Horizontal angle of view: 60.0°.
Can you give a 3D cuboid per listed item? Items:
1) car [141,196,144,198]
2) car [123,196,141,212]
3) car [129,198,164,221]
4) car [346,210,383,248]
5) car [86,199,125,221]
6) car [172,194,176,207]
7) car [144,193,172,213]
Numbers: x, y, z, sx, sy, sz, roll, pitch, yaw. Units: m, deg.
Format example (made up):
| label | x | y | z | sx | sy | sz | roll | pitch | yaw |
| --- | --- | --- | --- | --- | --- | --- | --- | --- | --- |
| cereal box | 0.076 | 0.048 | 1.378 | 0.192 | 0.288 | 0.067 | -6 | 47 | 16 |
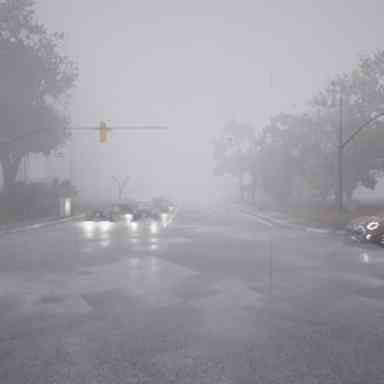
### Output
| label | x | y | z | sx | sy | sz | roll | pitch | yaw |
| --- | --- | --- | --- | --- | --- | --- | --- | --- | --- |
| car | -7.248 | 1.362 | 49.336 | 1.882 | 1.535 | 5.008 | 0 | 1 | -1 |
| car | -7.109 | 1.425 | 35.765 | 1.882 | 1.535 | 5.008 | 0 | 0 | 0 |
| car | -3.596 | 1.491 | 27.204 | 1.812 | 1.442 | 4.674 | 0 | 0 | 0 |
| car | 8.977 | 1.331 | 14.039 | 4.553 | 1.767 | 2.097 | 0 | 0 | -3 |
| car | -7.097 | 1.530 | 27.021 | 1.994 | 1.385 | 4.181 | 0 | 0 | 0 |
| car | -3.733 | 1.416 | 48.604 | 1.812 | 1.442 | 4.674 | 0 | 1 | -1 |
| car | -3.613 | 1.298 | 36.184 | 2.097 | 1.767 | 4.553 | 0 | 0 | 0 |
